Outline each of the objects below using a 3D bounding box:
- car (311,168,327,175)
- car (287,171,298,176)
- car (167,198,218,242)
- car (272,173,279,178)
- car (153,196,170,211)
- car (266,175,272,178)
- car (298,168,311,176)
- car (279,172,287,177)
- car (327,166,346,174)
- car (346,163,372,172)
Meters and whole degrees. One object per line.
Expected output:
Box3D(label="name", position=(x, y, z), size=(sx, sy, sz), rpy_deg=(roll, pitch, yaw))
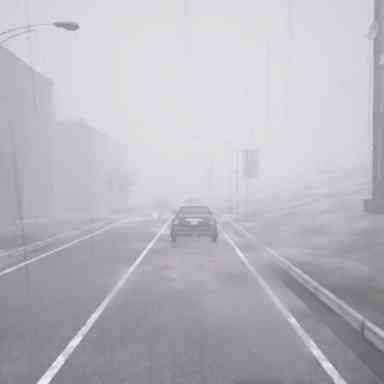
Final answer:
Box3D(label="car", position=(23.530, -3.540, 58.616), size=(2.163, 1.488, 4.792), rpy_deg=(0, 1, -6))
Box3D(label="car", position=(22.441, -3.777, 69.812), size=(2.097, 1.535, 5.008), rpy_deg=(0, 1, -4))
Box3D(label="car", position=(0.099, 1.346, 16.574), size=(2.097, 1.767, 4.553), rpy_deg=(0, 0, 0))
Box3D(label="car", position=(21.854, -3.975, 80.891), size=(2.231, 1.521, 4.892), rpy_deg=(0, 1, -1))
Box3D(label="car", position=(-3.588, 1.337, 41.086), size=(2.097, 1.767, 4.553), rpy_deg=(0, 0, 0))
Box3D(label="car", position=(21.725, -4.054, 86.409), size=(2.231, 1.521, 4.892), rpy_deg=(0, 1, -1))
Box3D(label="car", position=(22.910, -3.800, 64.307), size=(2.185, 1.767, 4.553), rpy_deg=(0, 1, -5))
Box3D(label="car", position=(22.088, -3.839, 75.349), size=(2.002, 1.452, 4.674), rpy_deg=(0, 1, -3))
Box3D(label="car", position=(24.233, -3.429, 53.142), size=(2.002, 1.452, 4.674), rpy_deg=(0, 1, -7))
Box3D(label="car", position=(25.038, -3.367, 47.781), size=(2.231, 1.521, 4.892), rpy_deg=(0, 1, -9))
